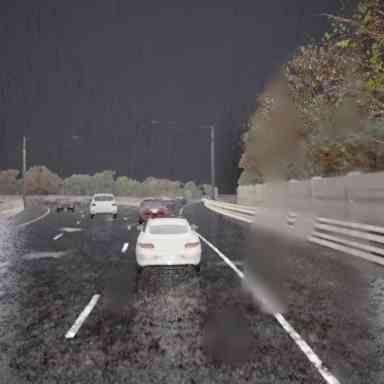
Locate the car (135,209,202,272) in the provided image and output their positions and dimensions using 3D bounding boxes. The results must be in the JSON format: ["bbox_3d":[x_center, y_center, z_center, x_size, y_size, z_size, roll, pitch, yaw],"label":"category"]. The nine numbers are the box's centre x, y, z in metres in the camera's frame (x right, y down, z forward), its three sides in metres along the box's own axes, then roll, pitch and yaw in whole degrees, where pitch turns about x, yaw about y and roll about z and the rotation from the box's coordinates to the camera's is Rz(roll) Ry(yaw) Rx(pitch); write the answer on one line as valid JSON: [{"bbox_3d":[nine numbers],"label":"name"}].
[{"bbox_3d":[-0.785,1.510,10.653,1.812,1.442,4.674,0,0,-5],"label":"car"}]

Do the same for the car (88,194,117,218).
[{"bbox_3d":[-7.942,1.194,29.757,2.150,2.045,5.566,0,0,-16],"label":"car"}]

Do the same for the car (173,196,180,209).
[{"bbox_3d":[-2.945,1.429,41.733,2.128,1.511,4.902,0,0,0],"label":"car"}]

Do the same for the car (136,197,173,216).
[{"bbox_3d":[-2.940,1.319,24.200,2.097,1.767,4.553,0,0,-12],"label":"car"}]

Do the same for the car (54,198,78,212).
[{"bbox_3d":[-14.510,1.580,38.150,1.895,1.301,4.718,0,0,-21],"label":"car"}]

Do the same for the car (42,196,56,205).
[{"bbox_3d":[-24.513,1.468,57.361,2.128,1.511,4.902,0,0,-33],"label":"car"}]

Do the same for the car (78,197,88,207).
[{"bbox_3d":[-16.713,1.455,51.110,2.128,1.511,4.902,0,0,-28],"label":"car"}]

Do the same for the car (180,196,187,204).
[{"bbox_3d":[-1.986,1.431,59.060,1.812,1.442,4.674,0,0,6],"label":"car"}]
